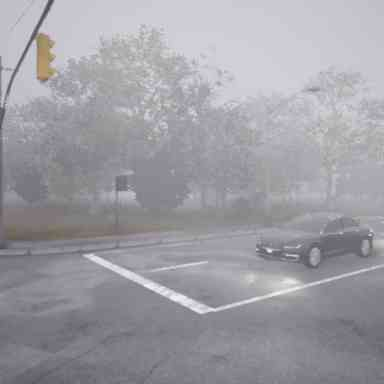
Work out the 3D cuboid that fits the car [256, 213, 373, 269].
[{"bbox_3d":[4.298,1.509,11.336,4.892,1.490,1.837,0,0,-35],"label":"car"}]
